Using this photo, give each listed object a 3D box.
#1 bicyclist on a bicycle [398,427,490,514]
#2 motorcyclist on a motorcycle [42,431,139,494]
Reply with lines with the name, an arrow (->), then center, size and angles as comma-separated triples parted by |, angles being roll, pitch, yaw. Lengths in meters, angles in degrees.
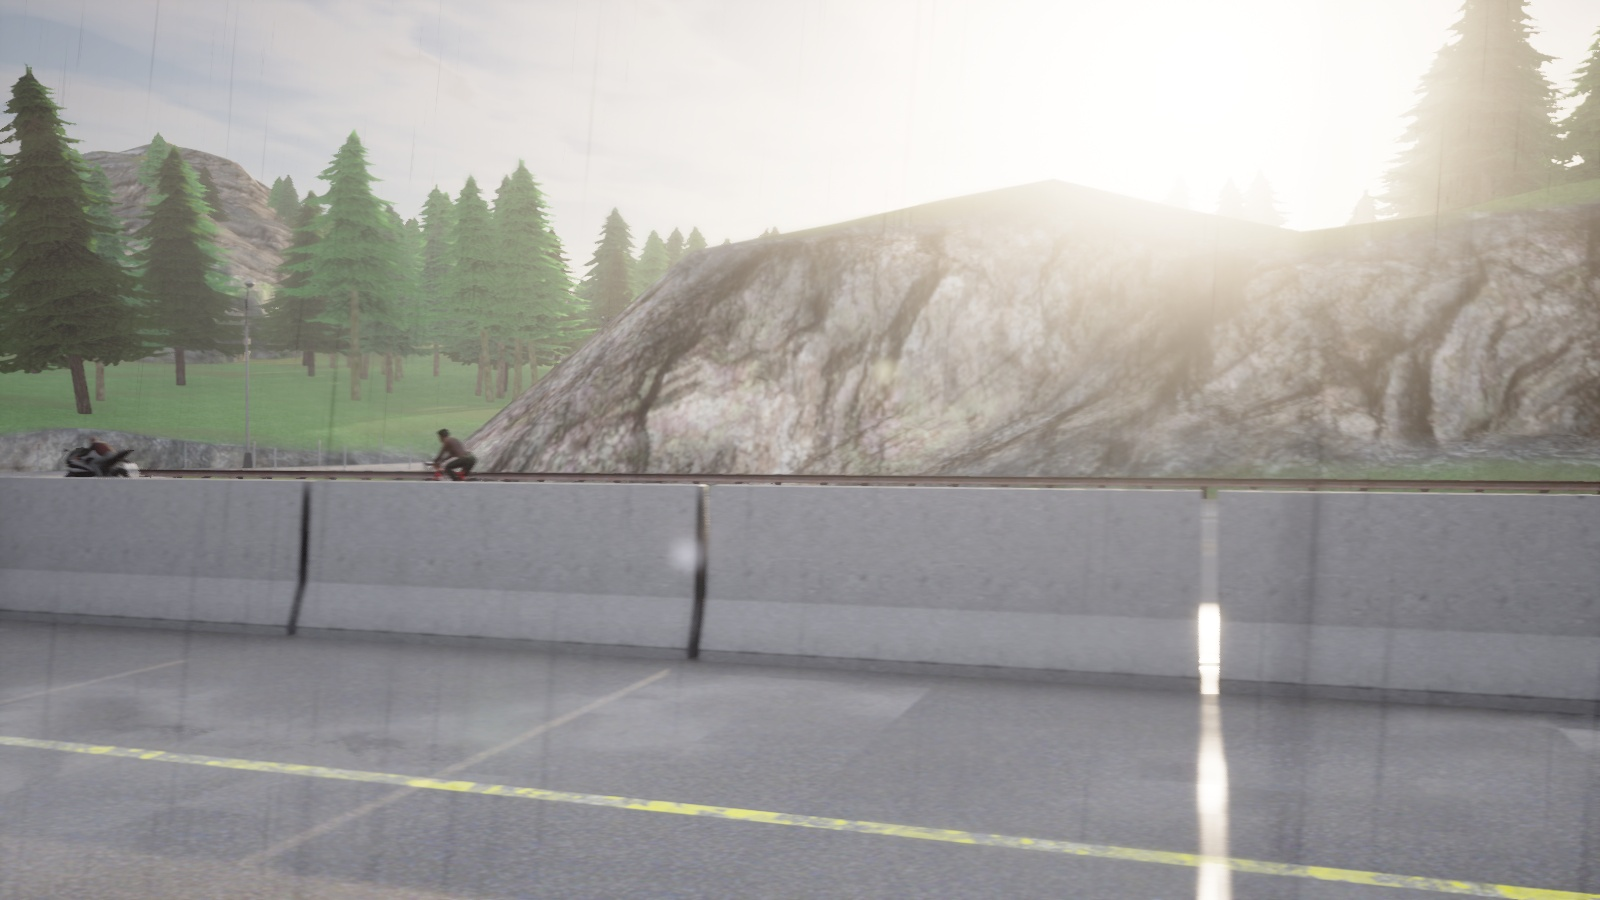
bicyclist on a bicycle -> -6.785, 0.370, 23.937 | 1.656, 1.620, 0.582 | 0, 1, 19
motorcyclist on a motorcycle -> -17.676, 0.294, 31.295 | 2.191, 1.530, 0.866 | 0, 1, 19
